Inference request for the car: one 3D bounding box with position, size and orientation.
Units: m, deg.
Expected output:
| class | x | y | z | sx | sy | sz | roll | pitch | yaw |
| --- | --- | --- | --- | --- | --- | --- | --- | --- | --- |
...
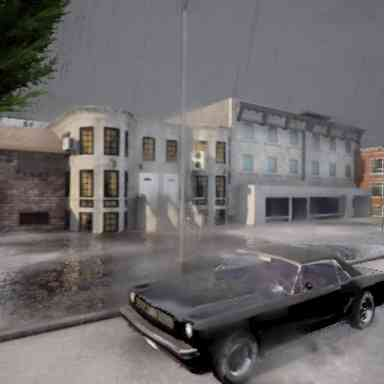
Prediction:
| class | x | y | z | sx | sy | sz | roll | pitch | yaw |
| --- | --- | --- | --- | --- | --- | --- | --- | --- | --- |
| car | 1.296 | 1.641 | 5.520 | 4.718 | 1.301 | 1.895 | 1 | 0 | -35 |
